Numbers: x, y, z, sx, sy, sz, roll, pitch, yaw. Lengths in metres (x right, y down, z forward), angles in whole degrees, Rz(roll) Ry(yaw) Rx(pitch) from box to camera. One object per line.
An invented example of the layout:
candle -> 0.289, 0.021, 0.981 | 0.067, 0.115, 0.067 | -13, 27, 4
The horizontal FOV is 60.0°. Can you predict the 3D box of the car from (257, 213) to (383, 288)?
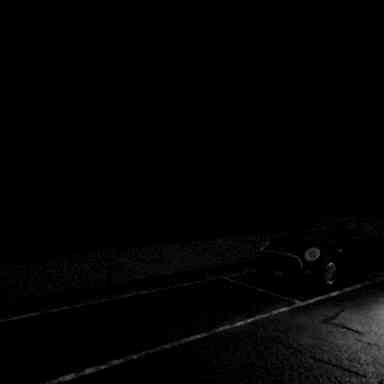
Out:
car -> 3.693, 1.434, 9.158 | 4.097, 1.590, 1.967 | 0, 0, -35
